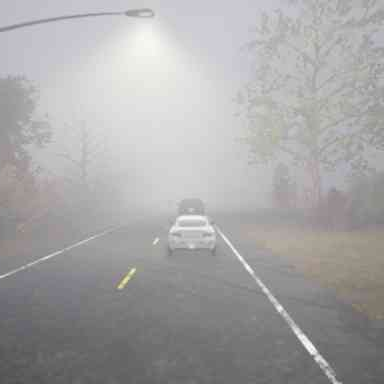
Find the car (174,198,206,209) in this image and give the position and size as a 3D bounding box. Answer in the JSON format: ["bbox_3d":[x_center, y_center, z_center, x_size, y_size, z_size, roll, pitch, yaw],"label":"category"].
[{"bbox_3d":[-0.057,1.513,27.609,2.150,2.045,5.566,0,0,0],"label":"car"}]

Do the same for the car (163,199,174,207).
[{"bbox_3d":[-4.601,2.157,65.899,1.837,1.490,4.892,0,0,-5],"label":"car"}]

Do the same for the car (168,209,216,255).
[{"bbox_3d":[0.011,1.671,13.907,1.812,1.442,4.674,0,0,0],"label":"car"}]
